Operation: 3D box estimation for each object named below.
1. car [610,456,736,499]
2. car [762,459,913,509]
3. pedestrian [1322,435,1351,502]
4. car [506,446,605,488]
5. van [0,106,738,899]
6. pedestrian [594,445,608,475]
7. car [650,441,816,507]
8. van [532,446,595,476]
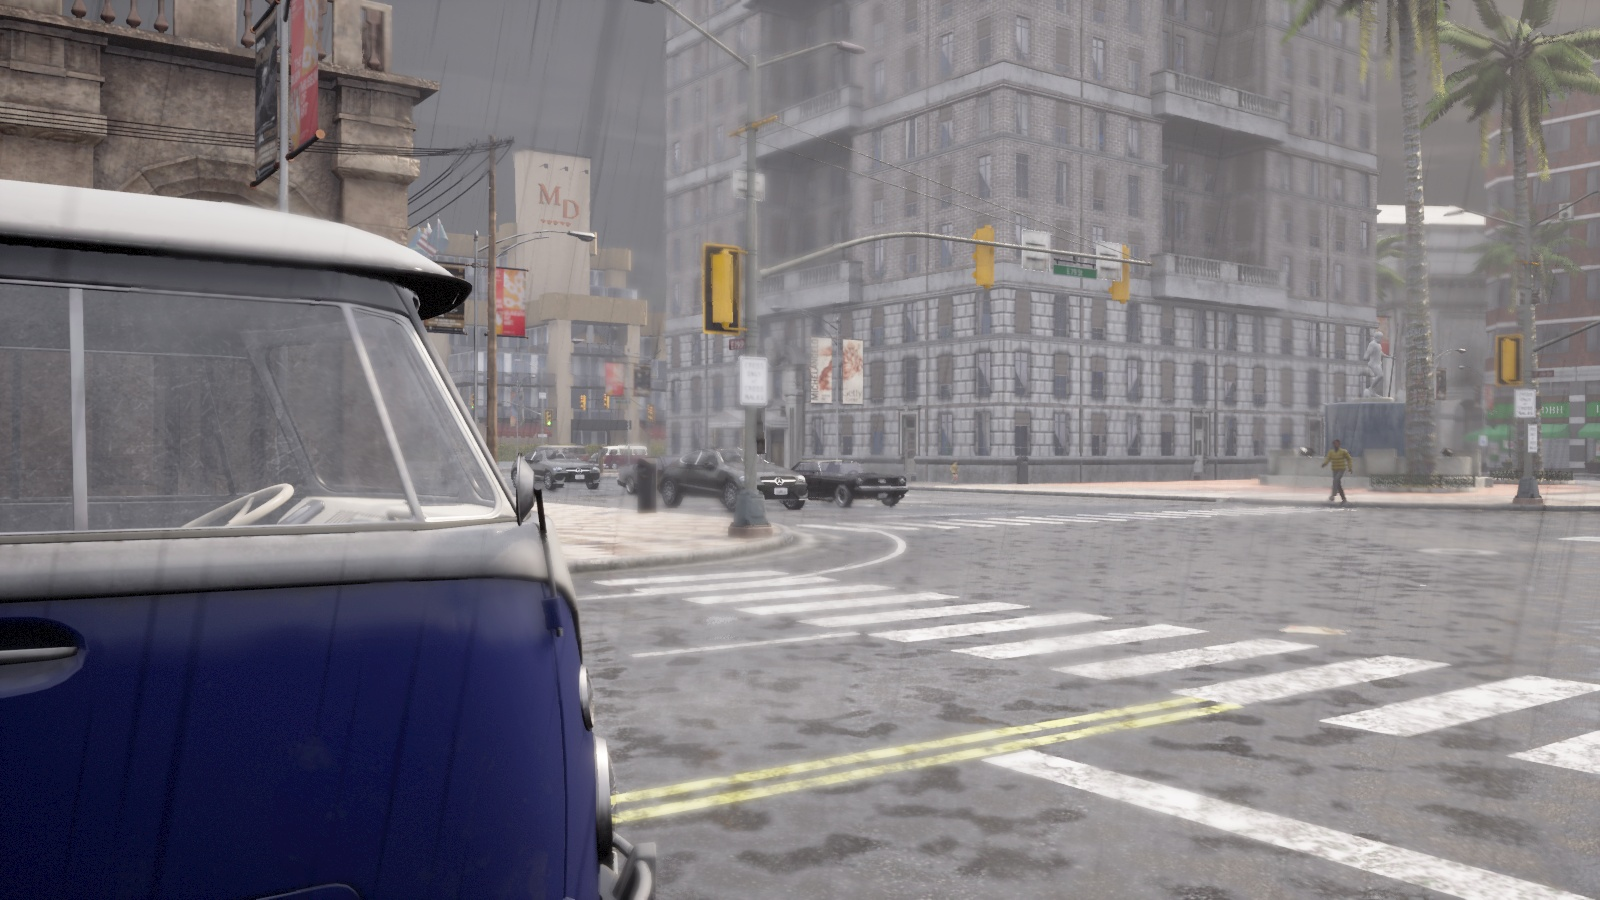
[{"bbox_3d":[-4.522,0.909,43.887,2.033,1.411,5.357,0,0,-35],"label":"car"},{"bbox_3d":[0.999,0.931,36.006,1.895,1.301,4.718,0,0,-35],"label":"car"},{"bbox_3d":[14.867,0.503,34.797,0.709,1.840,0.431,0,0,-36],"label":"pedestrian"},{"bbox_3d":[-10.185,0.672,51.933,2.152,1.651,5.027,0,0,-35],"label":"car"},{"bbox_3d":[-2.452,0.508,1.947,4.442,1.987,1.775,0,0,-35],"label":"van"},{"bbox_3d":[-12.392,0.619,78.180,0.694,1.848,0.540,0,0,-43],"label":"pedestrian"},{"bbox_3d":[-1.910,0.611,34.029,2.152,1.651,5.027,0,0,-35],"label":"car"},{"bbox_3d":[-16.279,0.744,86.537,1.775,1.987,4.442,-1,0,30],"label":"van"}]
